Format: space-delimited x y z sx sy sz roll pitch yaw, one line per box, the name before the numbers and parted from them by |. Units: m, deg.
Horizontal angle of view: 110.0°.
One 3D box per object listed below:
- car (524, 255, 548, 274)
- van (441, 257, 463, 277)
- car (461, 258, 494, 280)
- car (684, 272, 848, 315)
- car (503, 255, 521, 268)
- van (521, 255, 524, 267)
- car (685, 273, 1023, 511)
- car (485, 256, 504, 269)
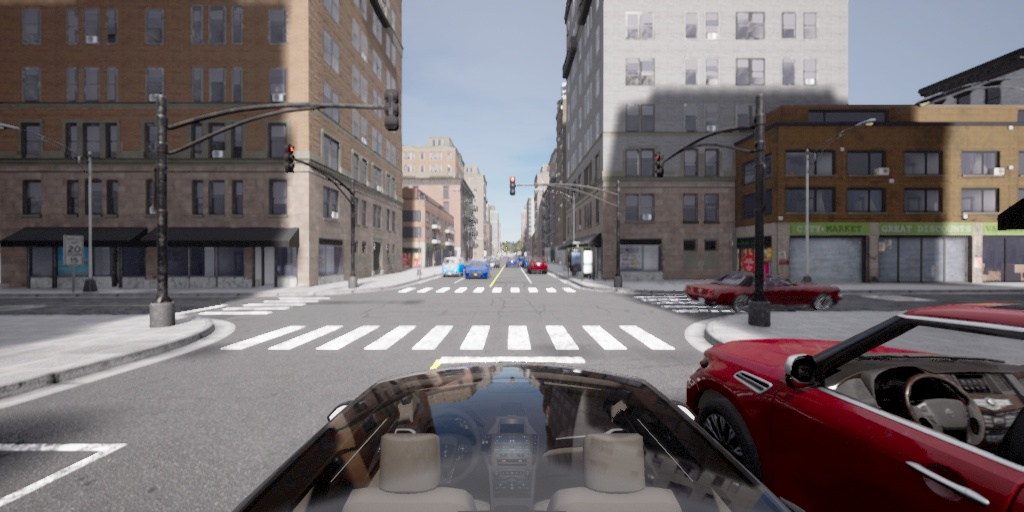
car | 2.704 0.964 38.662 2.192 1.841 5.009 0 0 0
van | -5.408 1.005 33.254 1.690 1.789 3.998 0 0 0
car | -2.851 1.149 30.517 1.882 1.535 5.008 0 0 0
car | 8.987 1.277 12.941 4.718 1.301 1.895 0 0 -4
car | 0.048 0.948 57.997 2.097 1.767 4.553 0 0 1
van | 2.689 0.945 54.880 1.690 1.789 3.998 0 0 0
car | 2.637 1.066 1.291 2.192 1.841 5.009 0 0 0
car | -2.817 1.098 54.530 2.128 1.511 4.902 0 0 0
